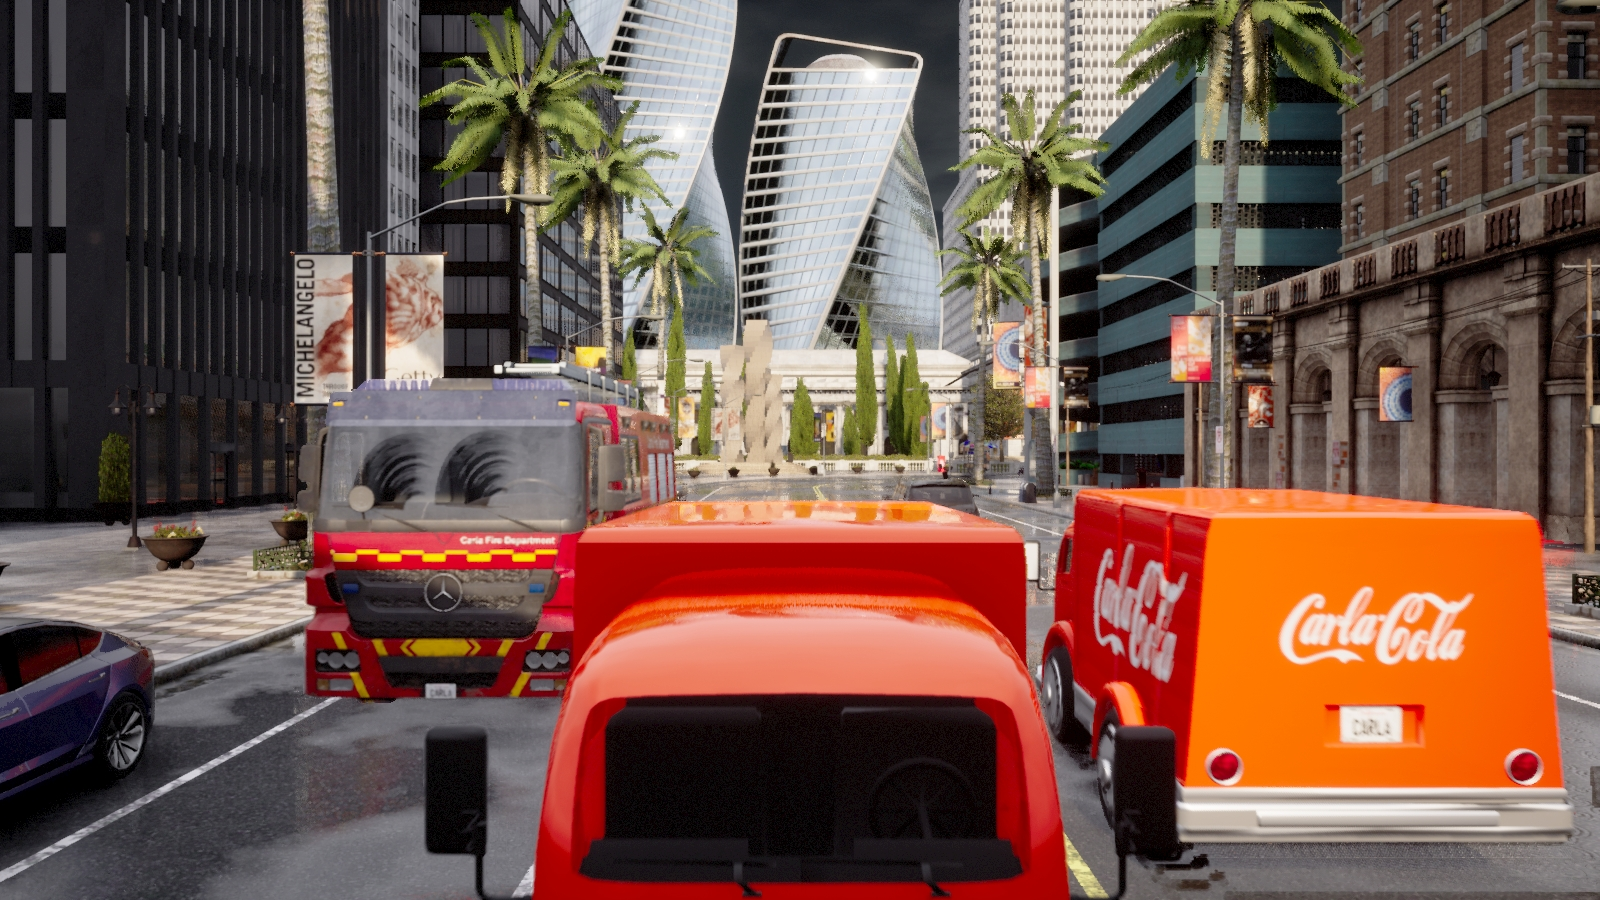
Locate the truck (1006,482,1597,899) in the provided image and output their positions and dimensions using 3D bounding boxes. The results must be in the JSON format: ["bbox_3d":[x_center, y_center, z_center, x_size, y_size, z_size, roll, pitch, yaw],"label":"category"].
[{"bbox_3d":[3.500,1.572,9.499,2.627,2.467,5.204,0,0,0],"label":"truck"}]

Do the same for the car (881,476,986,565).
[{"bbox_3d":[3.462,1.791,30.729,2.150,2.045,5.566,0,0,0],"label":"car"}]

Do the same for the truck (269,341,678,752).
[{"bbox_3d":[-3.491,0.896,14.863,2.891,3.827,8.468,0,0,0],"label":"truck"}]

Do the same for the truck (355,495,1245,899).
[{"bbox_3d":[-0.001,1.571,5.977,2.627,2.467,5.204,0,0,0],"label":"truck"}]
